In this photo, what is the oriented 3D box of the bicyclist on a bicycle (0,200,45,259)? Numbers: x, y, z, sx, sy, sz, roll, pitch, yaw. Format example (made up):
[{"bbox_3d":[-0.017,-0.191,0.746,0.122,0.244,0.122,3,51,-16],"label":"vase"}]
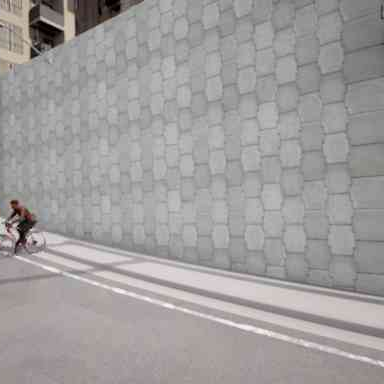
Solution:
[{"bbox_3d":[-4.910,1.039,9.441,0.582,1.620,1.656,5,3,35],"label":"bicyclist on a bicycle"}]
